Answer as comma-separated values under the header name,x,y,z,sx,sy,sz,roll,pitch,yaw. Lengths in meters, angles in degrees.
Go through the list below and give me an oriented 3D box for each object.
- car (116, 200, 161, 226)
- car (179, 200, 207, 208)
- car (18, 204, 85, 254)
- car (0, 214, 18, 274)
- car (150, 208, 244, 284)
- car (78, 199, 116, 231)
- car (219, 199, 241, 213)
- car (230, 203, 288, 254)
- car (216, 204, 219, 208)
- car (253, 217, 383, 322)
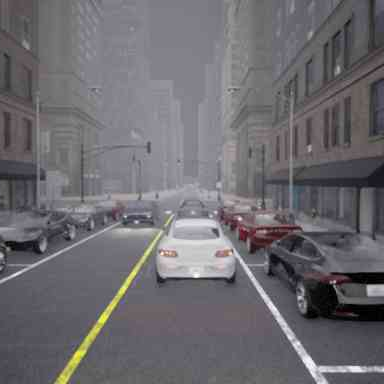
name,x,y,z,sx,sy,sz,roll,pitch,yaw
car,-3.036,1.224,20.864,2.033,1.411,5.357,0,1,0
car,0.062,1.213,22.660,1.994,1.385,4.181,0,1,0
car,-5.793,1.371,12.471,1.947,1.339,4.313,-1,1,0
car,-5.786,1.330,6.964,1.967,1.590,4.097,-1,1,0
car,0.089,1.384,9.024,1.812,1.442,4.674,0,1,0
car,-5.803,1.272,17.975,2.008,1.369,4.403,-1,1,0
car,2.722,1.265,17.989,1.887,1.381,4.507,-1,1,0
car,2.732,1.350,12.484,1.887,1.381,4.507,-1,1,0
car,2.713,1.181,23.494,1.887,1.381,4.507,-1,1,0
car,2.741,1.456,6.981,1.947,1.339,4.313,-1,1,0
